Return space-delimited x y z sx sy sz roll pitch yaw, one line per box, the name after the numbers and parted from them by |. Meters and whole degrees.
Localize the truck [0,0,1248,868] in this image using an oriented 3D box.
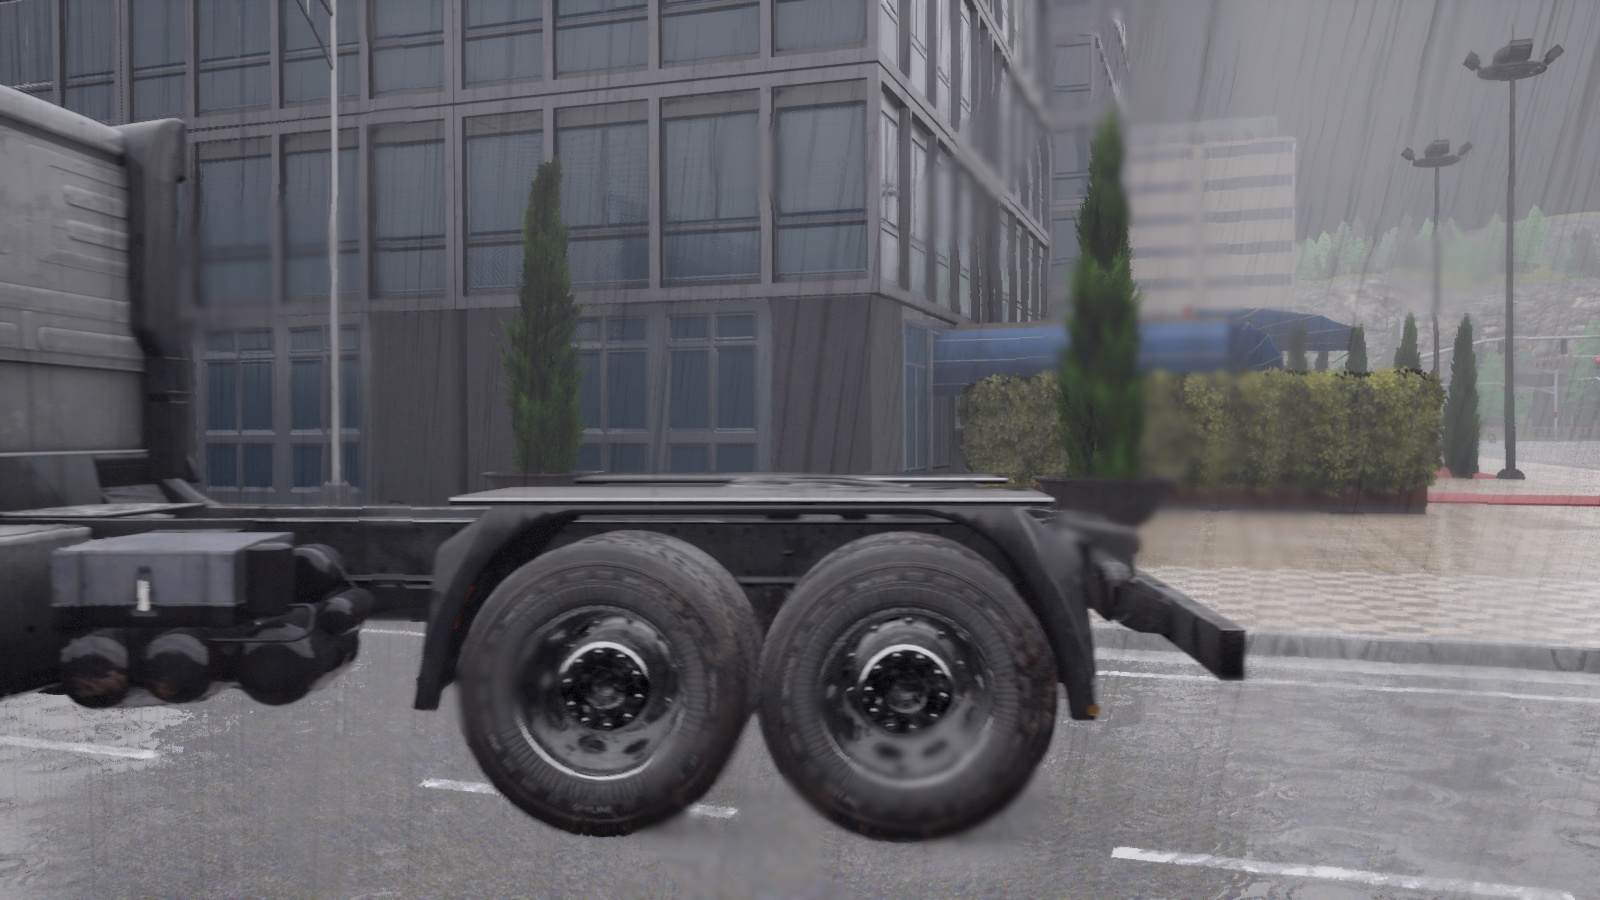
-2.255 -0.264 6.242 7.936 3.462 2.891 0 1 4 | truck
